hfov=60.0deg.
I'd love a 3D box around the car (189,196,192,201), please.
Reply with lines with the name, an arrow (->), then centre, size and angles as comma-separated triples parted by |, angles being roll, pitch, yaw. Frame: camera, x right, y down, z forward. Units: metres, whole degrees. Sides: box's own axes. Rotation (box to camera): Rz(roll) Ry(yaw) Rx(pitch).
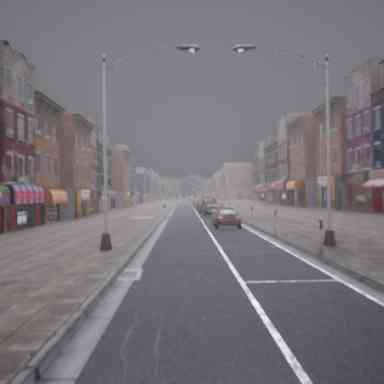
car -> 1.040, 1.881, 71.028 | 1.967, 1.590, 4.097 | -1, -1, -1

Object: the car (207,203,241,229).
car -> 2.186, 1.650, 21.839 | 1.802, 1.307, 4.206 | -1, 0, -1

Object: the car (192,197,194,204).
car -> 1.423, 1.862, 54.631 | 1.947, 1.339, 4.313 | -1, 0, -1

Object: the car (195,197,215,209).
car -> 1.801, 1.485, 38.236 | 2.192, 1.841, 5.009 | -1, 0, -1

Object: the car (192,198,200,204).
car -> 0.916, 2.076, 76.491 | 1.802, 1.307, 4.206 | -1, -1, -1

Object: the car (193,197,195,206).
car -> 1.550, 1.796, 49.166 | 1.887, 1.381, 4.507 | -1, 0, -1

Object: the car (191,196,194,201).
car -> 1.292, 1.869, 60.267 | 1.752, 1.417, 4.829 | -1, 0, -1

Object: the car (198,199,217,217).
car -> 1.932, 1.699, 32.769 | 1.947, 1.339, 4.313 | -1, 0, -1
